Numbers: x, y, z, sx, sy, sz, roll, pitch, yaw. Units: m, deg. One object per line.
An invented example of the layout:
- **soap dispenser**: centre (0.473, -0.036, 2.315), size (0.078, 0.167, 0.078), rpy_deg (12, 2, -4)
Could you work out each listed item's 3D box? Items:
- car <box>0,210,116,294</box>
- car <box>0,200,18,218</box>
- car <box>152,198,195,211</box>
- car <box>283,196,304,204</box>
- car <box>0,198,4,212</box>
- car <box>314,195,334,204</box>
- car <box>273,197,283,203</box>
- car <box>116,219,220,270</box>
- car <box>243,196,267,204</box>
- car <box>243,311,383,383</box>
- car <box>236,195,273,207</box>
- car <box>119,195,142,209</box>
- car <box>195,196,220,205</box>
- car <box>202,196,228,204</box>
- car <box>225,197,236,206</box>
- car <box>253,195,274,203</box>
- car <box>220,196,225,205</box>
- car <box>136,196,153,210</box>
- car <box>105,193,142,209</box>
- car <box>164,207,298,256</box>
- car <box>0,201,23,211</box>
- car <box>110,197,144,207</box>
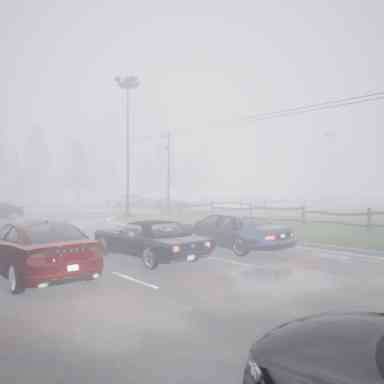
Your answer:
- **car**: centre (-4.212, 1.477, 8.977), size (1.882, 1.535, 5.008), rpy_deg (0, 0, -42)
- **car**: centre (-17.631, 1.504, 28.046), size (1.837, 1.490, 4.892), rpy_deg (0, 0, 40)
- **car**: centre (-2.100, 1.562, 39.166), size (4.181, 1.385, 1.994), rpy_deg (0, 0, -43)
- **car**: centre (19.908, 1.523, 63.573), size (4.674, 1.442, 1.812), rpy_deg (0, 0, -41)
- **car**: centre (-23.906, 1.476, 36.836), size (1.882, 1.535, 5.008), rpy_deg (0, 0, 42)
- **car**: centre (25.332, 1.349, 63.709), size (4.553, 1.767, 2.097), rpy_deg (0, 0, -42)
- **car**: centre (18.326, 1.599, 66.815), size (4.718, 1.301, 1.895), rpy_deg (0, 0, -42)
- **car**: centre (-1.511, 1.600, 11.212), size (1.895, 1.301, 4.718), rpy_deg (0, 0, -42)
- **car**: centre (12.616, 1.545, 66.416), size (5.357, 1.411, 2.033), rpy_deg (0, 0, -41)
- **car**: centre (2.466, 1.491, 1.759), size (2.128, 1.511, 4.902), rpy_deg (0, 0, -42)
- **car**: centre (9.352, 1.490, 49.502), size (4.902, 1.511, 2.128), rpy_deg (0, 0, -42)
- **car**: centre (-6.683, 1.476, 44.458), size (5.008, 1.535, 1.882), rpy_deg (0, 0, -43)
- **car**: centre (2.051, 1.599, 57.051), size (4.718, 1.301, 1.895), rpy_deg (0, 0, -42)
- **car**: centre (4.417, 1.475, 63.831), size (5.008, 1.535, 1.882), rpy_deg (0, 0, -41)
- **car**: centre (7.974, 1.349, 52.963), size (4.553, 1.767, 2.097), rpy_deg (0, 0, -42)
- **car**: centre (15.994, 1.511, 74.125), size (4.902, 1.511, 2.128), rpy_deg (0, 0, -42)
- **car**: centre (7.237, 1.546, 56.997), size (5.357, 1.411, 2.033), rpy_deg (0, 0, -42)
- **car**: centre (-4.261, 1.524, 41.916), size (4.674, 1.442, 1.812), rpy_deg (0, 0, -43)
- **car**: centre (-9.378, 1.219, 46.732), size (5.566, 2.045, 2.150), rpy_deg (0, 0, -43)
- **car**: centre (1.410, 1.547, 13.200), size (2.033, 1.411, 5.357), rpy_deg (0, 0, -42)
- **car**: centre (-15.467, 1.476, 25.191), size (1.882, 1.535, 5.008), rpy_deg (0, 0, 40)
- **car**: centre (-9.892, 1.502, 51.022), size (4.892, 1.490, 1.837), rpy_deg (-1, 0, -42)
